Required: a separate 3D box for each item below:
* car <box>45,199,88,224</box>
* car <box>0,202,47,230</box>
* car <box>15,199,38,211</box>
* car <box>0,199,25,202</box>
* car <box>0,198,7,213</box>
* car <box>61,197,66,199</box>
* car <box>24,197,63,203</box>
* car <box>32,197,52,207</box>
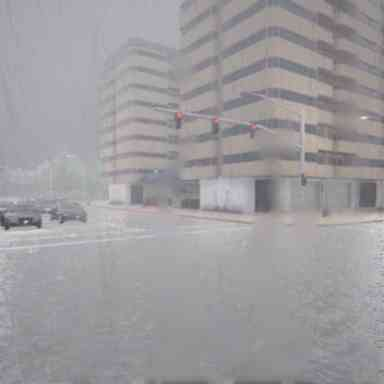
[{"bbox_3d":[-9.294,1.492,24.945,1.837,1.490,4.892,0,0,-35],"label":"car"},{"bbox_3d":[-10.818,1.558,21.013,1.994,1.385,4.181,0,0,-35],"label":"car"},{"bbox_3d":[-20.297,1.551,40.718,1.994,1.385,4.181,0,0,-35],"label":"car"},{"bbox_3d":[-16.110,1.541,28.591,2.033,1.411,5.357,0,0,-35],"label":"car"},{"bbox_3d":[-21.870,1.472,36.857,1.882,1.535,5.008,0,0,-35],"label":"car"},{"bbox_3d":[-22.226,1.498,56.038,1.812,1.442,4.674,0,0,-35],"label":"car"},{"bbox_3d":[-14.592,1.478,32.536,2.128,1.511,4.902,0,0,-35],"label":"car"},{"bbox_3d":[-23.080,1.543,51.150,1.994,1.385,4.181,0,0,-35],"label":"car"}]
